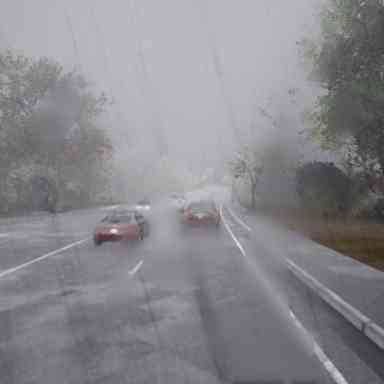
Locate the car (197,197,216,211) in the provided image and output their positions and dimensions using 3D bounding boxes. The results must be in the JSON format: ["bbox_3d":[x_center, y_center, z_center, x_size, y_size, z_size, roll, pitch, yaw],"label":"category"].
[{"bbox_3d":[1.879,1.450,40.756,2.128,1.511,4.902,0,0,5],"label":"car"}]

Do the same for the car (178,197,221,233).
[{"bbox_3d":[0.554,1.332,19.513,2.097,1.767,4.553,0,0,2],"label":"car"}]

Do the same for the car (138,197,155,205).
[{"bbox_3d":[-7.526,1.536,55.094,1.895,1.301,4.718,0,0,6],"label":"car"}]

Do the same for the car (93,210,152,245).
[{"bbox_3d":[-3.099,1.545,15.483,1.994,1.385,4.181,0,0,2],"label":"car"}]

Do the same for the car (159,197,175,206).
[{"bbox_3d":[-4.045,1.539,54.745,1.895,1.301,4.718,0,0,6],"label":"car"}]

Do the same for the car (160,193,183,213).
[{"bbox_3d":[-1.919,1.180,37.186,2.150,2.045,5.566,0,0,4],"label":"car"}]
